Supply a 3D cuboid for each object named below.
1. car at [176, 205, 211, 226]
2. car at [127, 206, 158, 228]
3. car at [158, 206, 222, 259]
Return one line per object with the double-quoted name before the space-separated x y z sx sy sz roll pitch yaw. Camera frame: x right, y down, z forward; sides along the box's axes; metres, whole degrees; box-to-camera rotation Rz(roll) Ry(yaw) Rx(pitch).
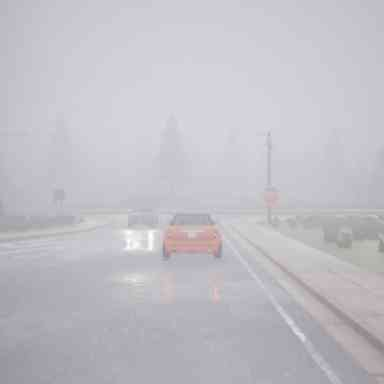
"car" 0.282 1.863 27.378 2.033 1.411 5.357 0 -1 10
"car" -3.521 1.790 24.540 1.837 1.490 4.892 0 -1 0
"car" 0.022 1.506 13.396 2.097 1.767 4.553 0 -1 0
